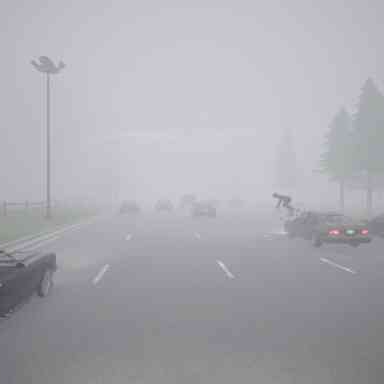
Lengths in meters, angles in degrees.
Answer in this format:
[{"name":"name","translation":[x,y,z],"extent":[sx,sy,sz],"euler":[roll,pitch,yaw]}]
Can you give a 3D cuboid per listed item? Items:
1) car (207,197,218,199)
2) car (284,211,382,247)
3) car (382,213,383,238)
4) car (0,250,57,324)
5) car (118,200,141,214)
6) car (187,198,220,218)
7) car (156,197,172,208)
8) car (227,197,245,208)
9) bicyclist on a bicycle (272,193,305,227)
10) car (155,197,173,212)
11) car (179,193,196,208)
[{"name":"car","translation":[2.868,1.478,48.799],"extent":[1.882,1.535,5.008],"euler":[0,0,-5]},{"name":"car","translation":[5.816,1.549,15.000],"extent":[2.033,1.411,5.357],"euler":[0,0,-3]},{"name":"car","translation":[9.412,1.547,14.767],"extent":[2.033,1.411,5.357],"euler":[0,0,-5]},{"name":"car","translation":[-3.862,1.601,5.532],"extent":[1.895,1.301,4.718],"euler":[0,0,-5]},{"name":"car","translation":[-6.415,1.526,34.663],"extent":[1.812,1.442,4.674],"euler":[0,0,-5]},{"name":"car","translation":[0.980,1.564,30.495],"extent":[1.994,1.385,4.181],"euler":[0,0,-5]},{"name":"car","translation":[-4.099,1.491,48.103],"extent":[2.128,1.511,4.902],"euler":[0,0,-6]},{"name":"car","translation":[6.390,1.505,48.686],"extent":[1.837,1.490,4.892],"euler":[0,0,-5]},{"name":"bicyclist on a bicycle","translation":[4.723,0.722,16.926],"extent":[1.656,1.620,0.582],"euler":[-30,-4,16]},{"name":"car","translation":[-3.203,1.601,38.048],"extent":[1.895,1.301,4.718],"euler":[0,0,-5]},{"name":"car","translation":[-0.563,1.217,47.848],"extent":[2.150,2.045,5.566],"euler":[0,-1,-5]}]
